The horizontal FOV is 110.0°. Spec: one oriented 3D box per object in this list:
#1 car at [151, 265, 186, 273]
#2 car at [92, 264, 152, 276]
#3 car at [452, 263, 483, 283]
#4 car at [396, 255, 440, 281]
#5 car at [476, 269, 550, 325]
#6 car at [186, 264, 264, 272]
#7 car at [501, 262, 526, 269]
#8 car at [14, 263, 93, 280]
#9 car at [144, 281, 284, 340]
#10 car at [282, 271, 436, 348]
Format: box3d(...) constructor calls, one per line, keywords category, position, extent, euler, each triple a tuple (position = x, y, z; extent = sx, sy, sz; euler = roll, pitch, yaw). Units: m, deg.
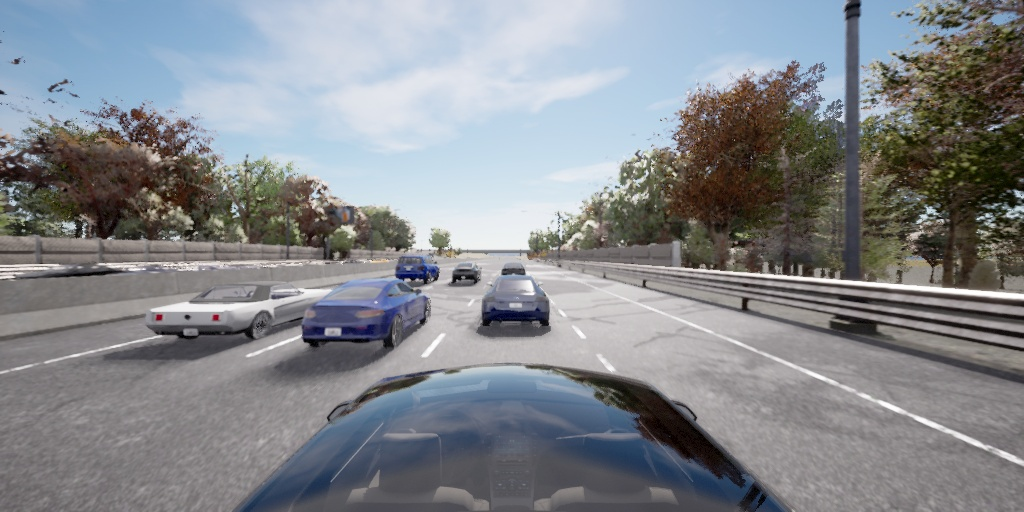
box3d(category="car", position=(-21.091, 1.293, 24.803), extent=(2.033, 1.411, 5.357), euler=(0, 0, 0))
box3d(category="car", position=(-24.590, 1.310, 24.081), extent=(1.994, 1.385, 4.181), euler=(0, 0, 0))
box3d(category="car", position=(-3.391, 1.249, 27.469), extent=(1.837, 1.490, 4.892), euler=(0, 0, 0))
box3d(category="car", position=(-6.892, 0.966, 26.589), extent=(2.150, 2.045, 5.566), euler=(0, 0, 0))
box3d(category="car", position=(0.103, 1.309, 11.768), extent=(1.994, 1.385, 4.181), euler=(0, 0, 0))
box3d(category="car", position=(-17.594, 1.292, 23.335), extent=(2.033, 1.411, 5.357), euler=(0, 0, 0))
box3d(category="car", position=(0.111, 1.222, 29.003), extent=(1.882, 1.535, 5.008), euler=(0, 0, 0))
box3d(category="car", position=(-28.090, 1.224, 22.974), extent=(1.882, 1.535, 5.008), euler=(0, 0, 0))
box3d(category="car", position=(-6.899, 1.347, 9.929), extent=(1.895, 1.301, 4.718), euler=(0, 0, 0))
box3d(category="car", position=(-3.397, 1.272, 9.107), extent=(1.812, 1.442, 4.674), euler=(0, 0, 0))
